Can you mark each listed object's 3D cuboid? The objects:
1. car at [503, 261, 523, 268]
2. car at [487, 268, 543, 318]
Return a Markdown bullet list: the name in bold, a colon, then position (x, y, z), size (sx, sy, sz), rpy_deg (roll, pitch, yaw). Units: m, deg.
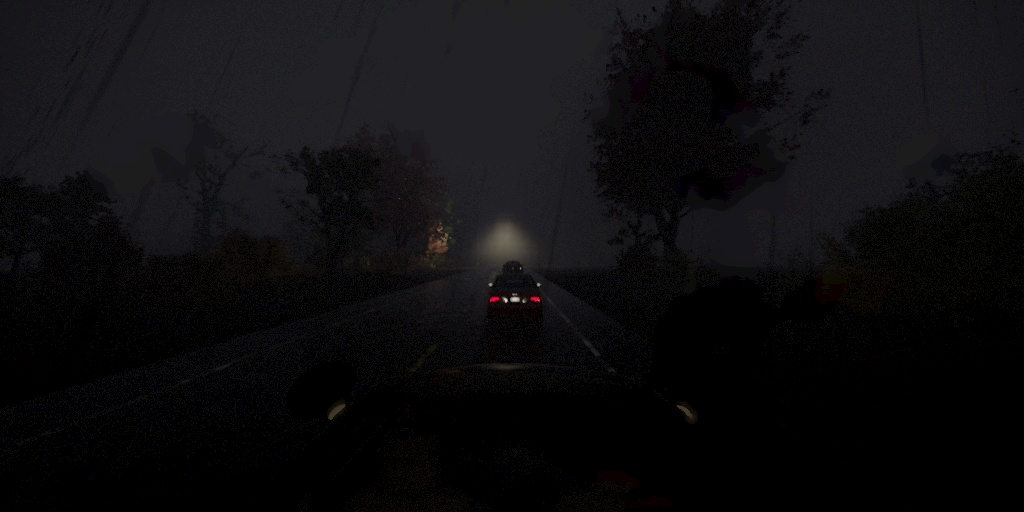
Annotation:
- **car**: position (0.097, 1.297, 38.166), size (2.097, 1.767, 4.553), rpy_deg (0, 0, 0)
- **car**: position (0.094, 1.347, 13.119), size (2.033, 1.411, 5.357), rpy_deg (0, 0, 0)
